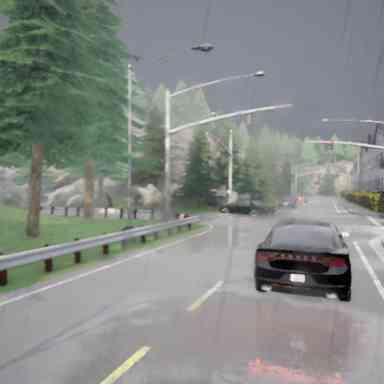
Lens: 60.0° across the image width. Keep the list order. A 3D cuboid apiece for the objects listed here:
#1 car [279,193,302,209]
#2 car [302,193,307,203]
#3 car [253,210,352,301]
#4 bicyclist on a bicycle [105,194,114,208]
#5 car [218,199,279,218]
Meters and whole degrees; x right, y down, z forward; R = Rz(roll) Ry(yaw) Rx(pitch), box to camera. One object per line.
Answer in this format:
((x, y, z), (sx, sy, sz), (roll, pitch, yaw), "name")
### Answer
((11.492, 1.200, 39.704), (2.128, 1.511, 4.902), (0, 1, 22), "car")
((18.227, 0.951, 56.275), (2.097, 1.767, 4.553), (0, 1, 22), "car")
((2.862, 1.418, 8.393), (1.882, 1.535, 5.008), (0, 0, 22), "car")
((-9.270, 1.046, 37.106), (0.582, 1.620, 1.656), (-2, 6, 21), "bicyclist on a bicycle")
((4.508, 1.383, 27.885), (4.718, 1.301, 1.895), (1, 1, 43), "car")
